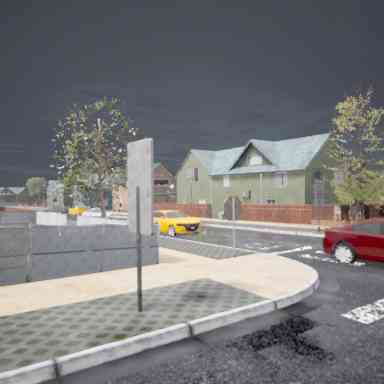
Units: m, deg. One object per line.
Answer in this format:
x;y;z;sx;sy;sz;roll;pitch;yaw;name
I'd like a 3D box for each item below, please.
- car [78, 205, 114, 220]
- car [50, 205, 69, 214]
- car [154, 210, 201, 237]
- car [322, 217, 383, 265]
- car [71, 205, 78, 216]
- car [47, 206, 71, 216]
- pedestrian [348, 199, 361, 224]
-9.228;2.268;32.315;1.812;1.442;4.674;-1;-1;-35;car
-22.000;2.920;55.223;1.895;1.301;4.718;-1;-1;-35;car
-1.409;1.901;21.402;1.882;1.535;5.008;-1;-1;-36;car
6.555;1.558;10.301;1.882;1.535;5.008;0;-2;-36;car
-15.913;2.548;46.714;1.882;1.535;5.008;-1;-1;-35;car
-18.380;2.624;45.237;1.837;1.490;4.892;-1;-1;-35;car
8.558;1.271;17.535;0.375;1.860;0.375;-3;2;-36;pedestrian
